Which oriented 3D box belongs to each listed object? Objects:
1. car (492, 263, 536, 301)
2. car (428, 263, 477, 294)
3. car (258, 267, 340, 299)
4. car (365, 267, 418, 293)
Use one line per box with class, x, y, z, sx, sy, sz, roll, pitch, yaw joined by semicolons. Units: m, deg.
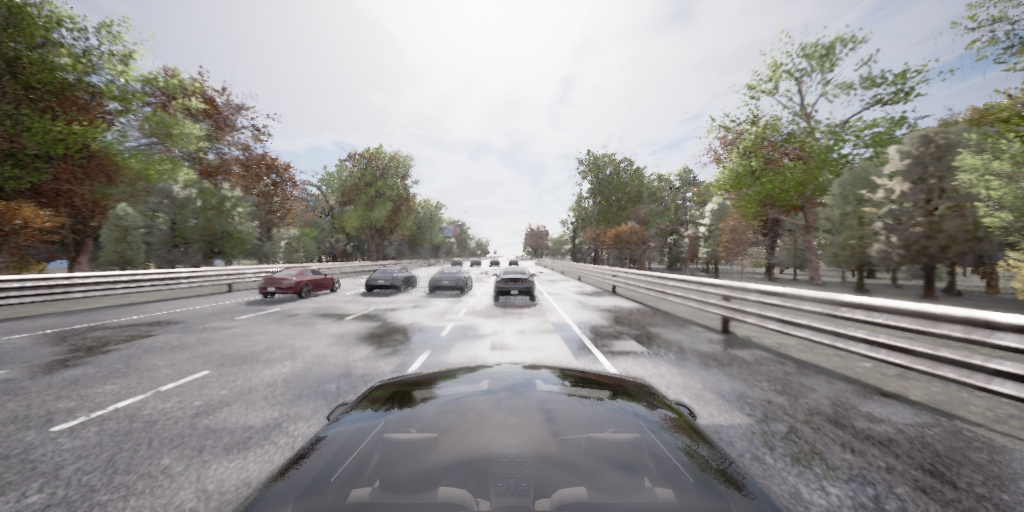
car;0.121;1.256;17.361;1.837;1.490;4.892;0;0;0
car;-3.371;1.313;20.257;1.994;1.385;4.181;0;0;0
car;-10.379;1.272;17.781;1.812;1.442;4.674;0;0;0
car;-6.870;1.311;20.835;1.994;1.385;4.181;0;0;0
